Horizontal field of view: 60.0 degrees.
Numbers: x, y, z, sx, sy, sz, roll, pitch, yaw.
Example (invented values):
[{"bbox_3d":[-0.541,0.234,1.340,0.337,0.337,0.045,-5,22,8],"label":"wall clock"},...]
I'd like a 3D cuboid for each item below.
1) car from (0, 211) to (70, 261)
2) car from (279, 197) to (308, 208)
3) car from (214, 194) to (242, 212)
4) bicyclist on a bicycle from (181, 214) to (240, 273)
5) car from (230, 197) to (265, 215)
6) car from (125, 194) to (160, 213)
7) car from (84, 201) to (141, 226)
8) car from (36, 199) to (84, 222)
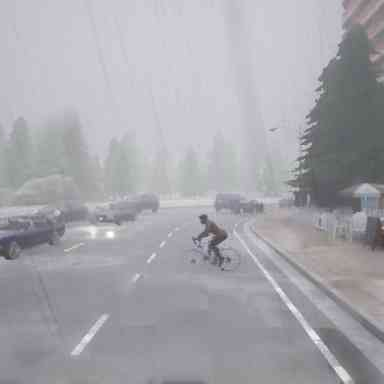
[{"bbox_3d":[-6.606,1.601,12.470,1.895,1.301,4.718,0,0,3],"label":"car"},{"bbox_3d":[14.591,1.491,47.819,4.902,1.511,2.128,0,0,-35],"label":"car"},{"bbox_3d":[4.649,1.218,38.298,2.150,2.045,5.566,0,0,35],"label":"car"},{"bbox_3d":[0.502,1.444,9.213,1.656,1.620,0.582,-2,0,2],"label":"bicyclist on a bicycle"},{"bbox_3d":[6.009,1.502,34.114,1.837,1.490,4.892,0,-1,30],"label":"car"},{"bbox_3d":[-5.530,1.222,35.085,2.150,2.045,5.566,0,0,25],"label":"car"},{"bbox_3d":[-5.496,1.564,23.478,1.994,1.385,4.181,0,0,11],"label":"car"},{"bbox_3d":[-9.044,1.351,23.118,2.097,1.767,4.553,0,0,10],"label":"car"}]
